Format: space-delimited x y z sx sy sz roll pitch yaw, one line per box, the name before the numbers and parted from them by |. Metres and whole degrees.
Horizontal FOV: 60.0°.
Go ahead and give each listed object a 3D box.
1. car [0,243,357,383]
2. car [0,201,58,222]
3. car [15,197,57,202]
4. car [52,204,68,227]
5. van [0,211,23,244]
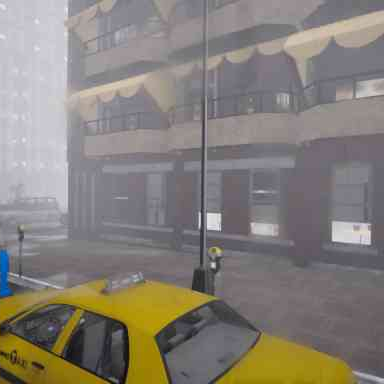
car | -0.897 1.525 3.506 4.829 1.417 1.752 0 1 36
car | -12.528 1.653 25.371 1.895 1.301 4.718 1 0 36
car | -13.735 1.339 28.124 2.192 1.841 5.009 1 0 36
car | -6.951 1.686 23.209 1.887 1.381 4.507 1 0 36
van | -5.317 1.339 6.663 3.998 1.788 1.690 0 1 36
